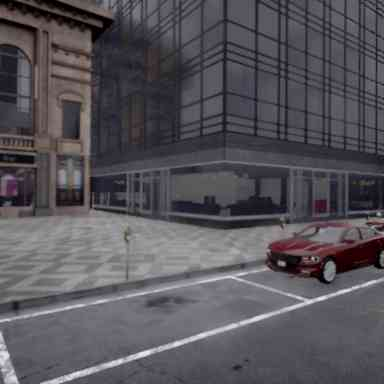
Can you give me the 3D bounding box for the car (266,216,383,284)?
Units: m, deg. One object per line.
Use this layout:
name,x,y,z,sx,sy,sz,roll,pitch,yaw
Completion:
car,4.097,1.563,9.685,4.507,1.381,1.887,0,0,-36

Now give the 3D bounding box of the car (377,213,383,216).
car,8.676,1.342,12.953,5.009,1.841,2.192,0,0,-36
